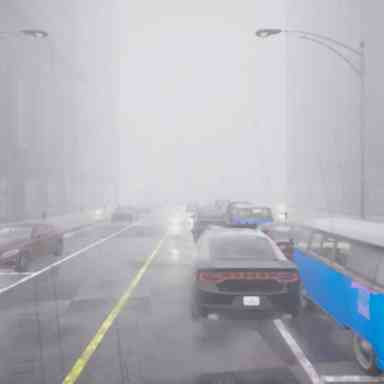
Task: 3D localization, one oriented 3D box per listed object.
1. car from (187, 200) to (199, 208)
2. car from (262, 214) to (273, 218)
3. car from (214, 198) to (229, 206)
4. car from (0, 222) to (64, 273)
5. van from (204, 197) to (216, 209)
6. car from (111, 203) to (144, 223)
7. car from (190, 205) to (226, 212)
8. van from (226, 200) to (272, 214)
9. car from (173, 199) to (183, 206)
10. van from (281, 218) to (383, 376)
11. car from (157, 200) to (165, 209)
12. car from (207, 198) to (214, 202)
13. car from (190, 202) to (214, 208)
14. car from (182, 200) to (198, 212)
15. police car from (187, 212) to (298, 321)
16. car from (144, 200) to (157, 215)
[{"bbox_3d":[0.183,2.081,59.023,1.994,1.385,4.181,0,0,0],"label":"car"},{"bbox_3d":[2.888,1.646,11.025,1.887,1.381,4.507,0,-1,0],"label":"car"},{"bbox_3d":[2.922,1.521,22.324,2.192,1.841,5.009,0,-1,0],"label":"car"},{"bbox_3d":[-5.637,1.691,11.047,1.802,1.307,4.206,0,-1,0],"label":"car"},{"bbox_3d":[3.027,1.834,56.215,1.690,1.788,3.998,0,0,0],"label":"van"},{"bbox_3d":[-5.585,1.810,27.994,1.887,1.381,4.507,0,-1,0],"label":"car"},{"bbox_3d":[0.956,1.670,17.608,1.837,1.490,4.892,0,-1,0],"label":"car"},{"bbox_3d":[2.904,1.495,16.675,1.690,1.788,3.998,0,-1,0],"label":"van"},{"bbox_3d":[-2.786,2.158,68.829,1.994,1.385,4.181,0,0,0],"label":"car"},{"bbox_3d":[2.869,1.390,5.379,1.690,1.788,3.998,0,-1,0],"label":"van"},{"bbox_3d":[-5.498,2.066,56.239,1.947,1.339,4.313,0,0,0],"label":"car"},{"bbox_3d":[2.956,1.622,33.621,2.192,1.841,5.009,0,0,0],"label":"car"},{"bbox_3d":[0.975,1.725,23.608,1.837,1.490,4.892,0,-1,0],"label":"car"},{"bbox_3d":[0.152,1.891,44.107,2.128,1.511,4.902,0,0,0],"label":"car"},{"bbox_3d":[0.925,1.498,7.720,1.930,1.638,5.238,0,-1,0],"label":"police car"},{"bbox_3d":[-5.549,1.945,39.291,1.802,1.307,4.206,0,0,0],"label":"car"}]
